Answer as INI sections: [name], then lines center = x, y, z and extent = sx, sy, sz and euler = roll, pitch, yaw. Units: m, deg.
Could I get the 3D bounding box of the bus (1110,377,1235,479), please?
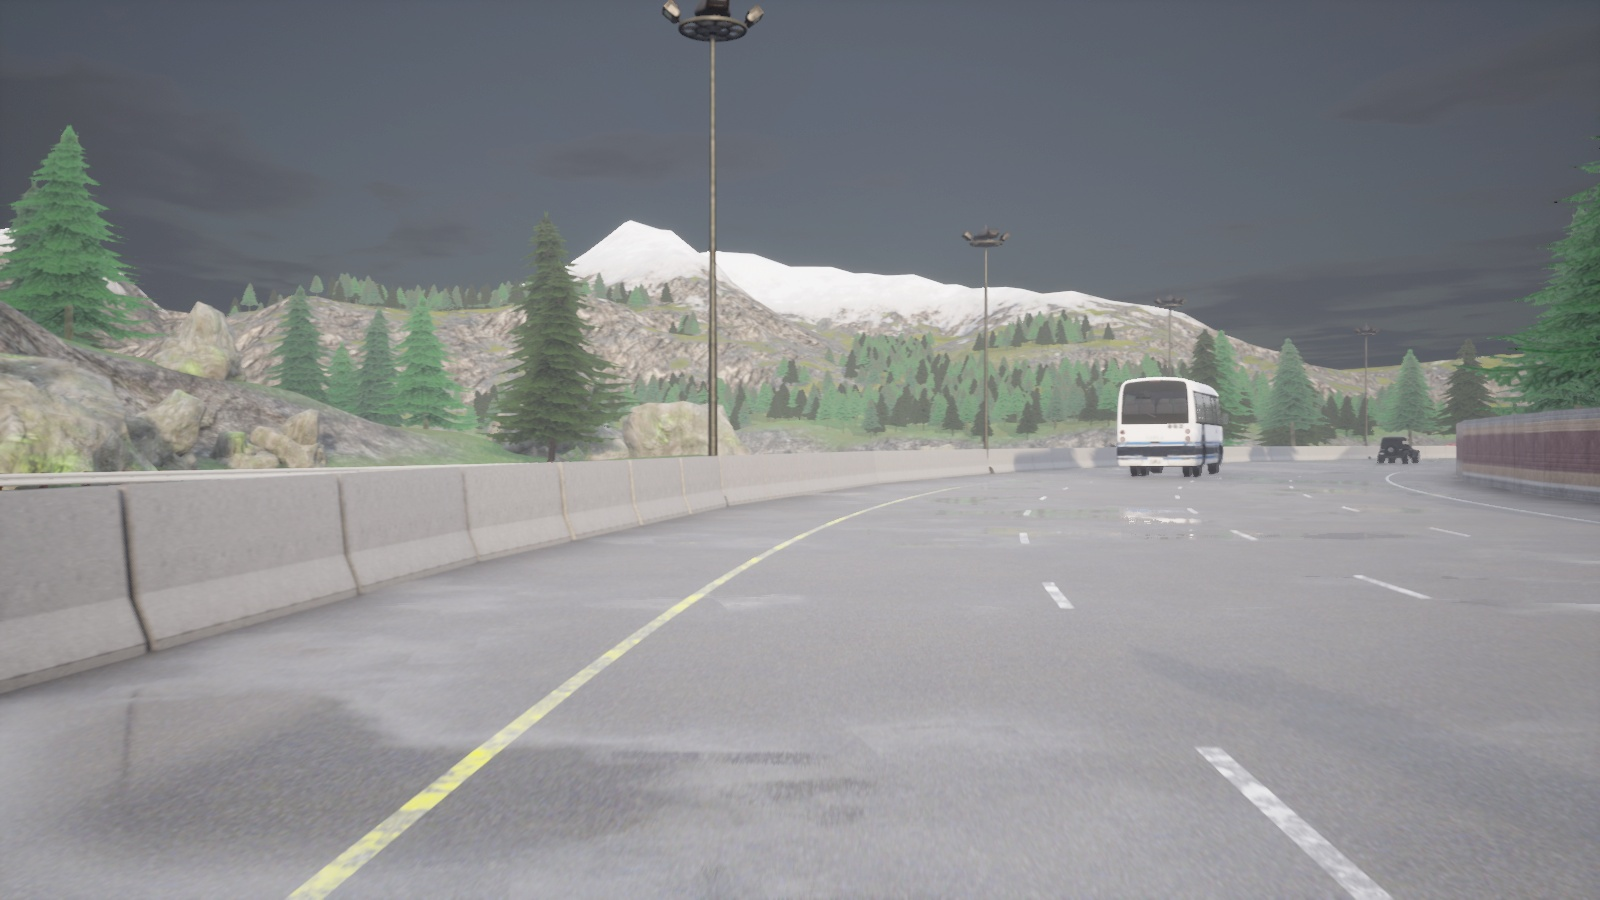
[bus]
center = 17.291, -0.934, 57.708
extent = 3.944, 4.253, 10.273
euler = 0, 0, 25

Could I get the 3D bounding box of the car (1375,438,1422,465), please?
[car]
center = 41.981, 0.097, 88.018
extent = 1.905, 1.878, 3.866
euler = 0, 0, 42
